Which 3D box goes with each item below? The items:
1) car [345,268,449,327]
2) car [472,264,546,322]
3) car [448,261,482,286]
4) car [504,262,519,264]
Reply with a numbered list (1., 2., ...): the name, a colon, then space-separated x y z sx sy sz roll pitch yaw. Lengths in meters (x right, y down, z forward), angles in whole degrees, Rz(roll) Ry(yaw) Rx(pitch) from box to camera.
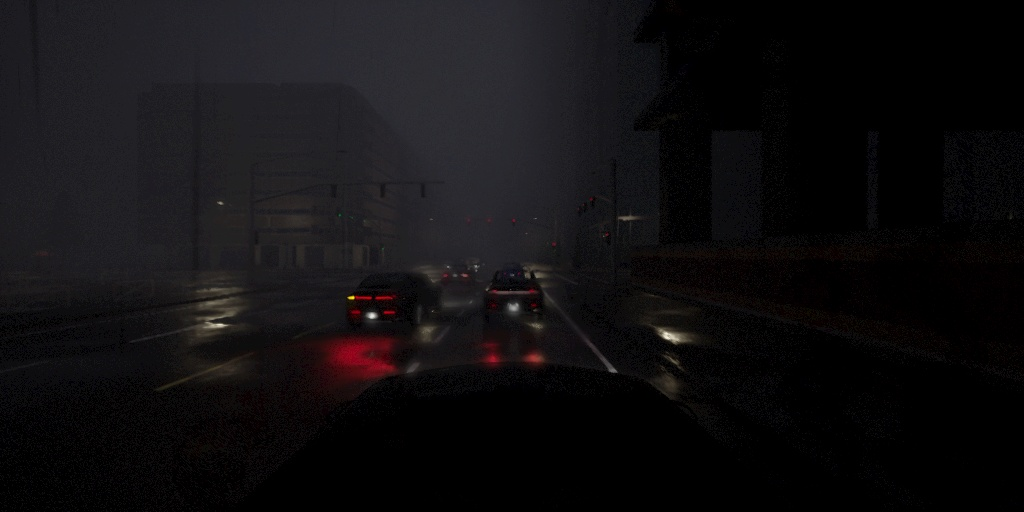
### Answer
1. car: -3.440 1.224 11.281 1.837 1.490 4.892 0 0 0
2. car: 0.067 1.208 12.144 2.128 1.511 4.902 0 0 0
3. car: -3.491 1.245 24.523 2.033 1.411 5.357 0 0 0
4. car: -0.008 1.214 29.214 1.812 1.442 4.674 0 0 0
